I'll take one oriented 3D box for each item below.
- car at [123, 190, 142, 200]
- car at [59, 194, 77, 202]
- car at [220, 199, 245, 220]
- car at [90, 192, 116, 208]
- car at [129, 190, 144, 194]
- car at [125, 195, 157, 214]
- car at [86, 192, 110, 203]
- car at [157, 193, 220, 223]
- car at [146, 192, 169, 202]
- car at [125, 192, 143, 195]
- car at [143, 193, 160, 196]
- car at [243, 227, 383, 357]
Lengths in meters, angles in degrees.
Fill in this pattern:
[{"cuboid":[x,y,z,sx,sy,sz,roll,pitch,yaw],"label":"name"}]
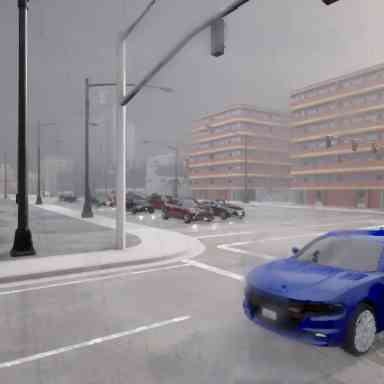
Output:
[{"cuboid":[-11.870,0.556,66.323,2.097,1.767,4.553,0,1,-34],"label":"car"},{"cuboid":[-19.751,0.899,53.024,1.895,1.301,4.718,0,1,-34],"label":"car"},{"cuboid":[2.214,1.357,26.871,2.128,1.511,4.902,0,1,-35],"label":"car"},{"cuboid":[-10.906,1.068,39.910,2.128,1.511,4.902,0,1,-34],"label":"car"},{"cuboid":[-8.899,0.858,55.760,2.128,1.511,4.902,0,1,-34],"label":"car"},{"cuboid":[-5.210,1.317,31.554,1.994,1.385,4.181,0,1,-34],"label":"car"},{"cuboid":[-14.732,0.857,51.806,2.128,1.511,4.902,0,1,-34],"label":"car"},{"cuboid":[-0.351,1.227,24.425,2.097,1.767,4.553,0,1,-34],"label":"car"},{"cuboid":[-6.008,0.871,57.733,1.837,1.490,4.892,0,1,-34],"label":"car"},{"cuboid":[-8.412,1.129,42.466,1.994,1.385,4.181,0,1,-34],"label":"car"},{"cuboid":[-2.789,1.092,34.216,2.097,1.767,4.553,0,1,-34],"label":"car"},{"cuboid":[3.145,1.478,6.221,5.008,1.535,1.882,0,0,-35],"label":"car"}]
